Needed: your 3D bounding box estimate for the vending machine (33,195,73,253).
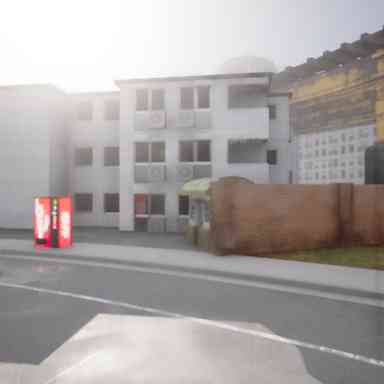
[{"bbox_3d":[-5.282,1.171,12.693,0.880,2.100,1.100,0,0,18],"label":"vending machine"}]
